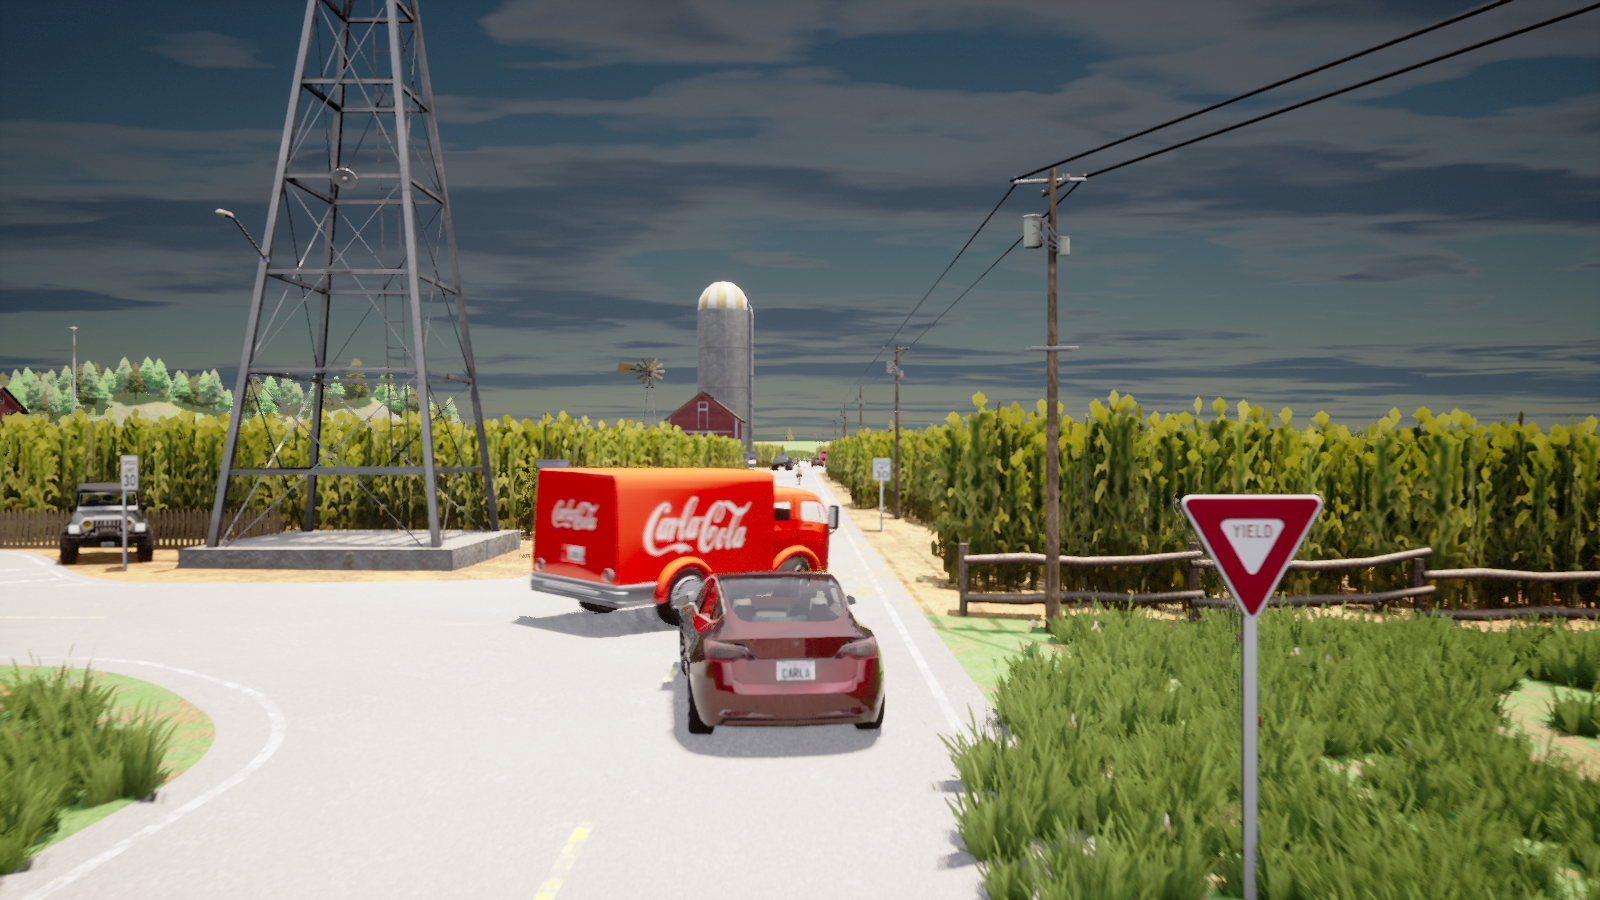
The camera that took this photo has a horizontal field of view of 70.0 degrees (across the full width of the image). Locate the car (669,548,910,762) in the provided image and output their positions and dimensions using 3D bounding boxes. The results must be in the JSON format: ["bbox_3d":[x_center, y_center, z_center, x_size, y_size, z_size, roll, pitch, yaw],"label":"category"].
[{"bbox_3d":[-0.354,2.063,12.801,2.163,1.488,4.792,0,0,-7],"label":"car"}]

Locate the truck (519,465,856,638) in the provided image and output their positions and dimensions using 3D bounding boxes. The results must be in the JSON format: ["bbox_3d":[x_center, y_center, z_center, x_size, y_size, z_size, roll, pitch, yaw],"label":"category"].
[{"bbox_3d":[-1.786,1.555,19.572,2.627,2.467,5.204,2,0,44],"label":"truck"}]
